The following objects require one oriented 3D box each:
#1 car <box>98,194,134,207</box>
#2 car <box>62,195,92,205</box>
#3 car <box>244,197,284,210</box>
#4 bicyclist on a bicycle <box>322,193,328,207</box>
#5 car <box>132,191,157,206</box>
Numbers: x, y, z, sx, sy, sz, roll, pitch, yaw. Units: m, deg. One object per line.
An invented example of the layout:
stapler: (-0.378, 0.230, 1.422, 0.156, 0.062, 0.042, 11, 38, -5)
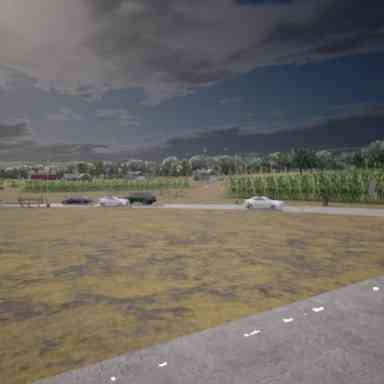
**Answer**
car: (-11.330, 1.344, 48.237, 4.674, 1.442, 1.812, 0, 2, 16)
car: (-18.150, 1.283, 52.405, 4.674, 1.442, 1.812, 0, 2, 7)
car: (8.228, 1.258, 38.218, 4.674, 1.442, 1.812, 0, 2, 37)
bicyclist on a bicycle: (15.888, 0.970, 39.717, 0.582, 1.620, 1.656, 1, 1, 43)
car: (-8.092, 0.939, 50.133, 5.566, 2.045, 2.150, 0, 2, 18)
